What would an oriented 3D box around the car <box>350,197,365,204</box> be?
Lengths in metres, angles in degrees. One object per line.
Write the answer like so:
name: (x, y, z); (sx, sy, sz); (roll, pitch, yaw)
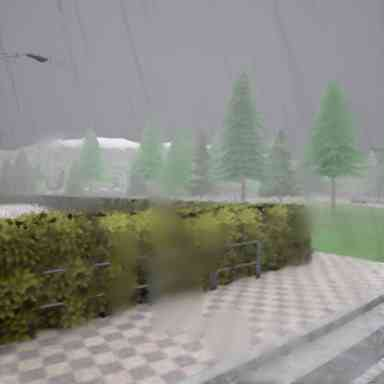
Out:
car: (34.101, 1.710, 68.606); (1.994, 1.385, 4.181); (0, 0, 10)
